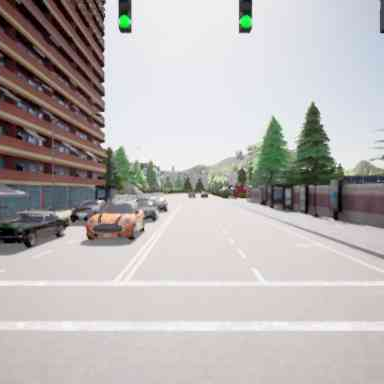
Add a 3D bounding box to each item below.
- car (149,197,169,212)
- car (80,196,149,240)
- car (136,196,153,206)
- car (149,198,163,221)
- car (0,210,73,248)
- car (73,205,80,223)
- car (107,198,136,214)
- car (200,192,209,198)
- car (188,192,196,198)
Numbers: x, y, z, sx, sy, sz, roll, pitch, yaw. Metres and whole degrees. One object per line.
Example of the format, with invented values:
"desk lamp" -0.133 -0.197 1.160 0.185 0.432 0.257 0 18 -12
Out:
"car" -3.565 1.344 35.340 1.994 1.385 4.181 0 0 0
"car" -3.594 1.250 16.353 2.097 1.767 4.553 0 0 0
"car" -6.986 1.275 49.182 1.994 1.385 4.181 0 0 0
"car" -3.588 1.407 25.296 1.994 1.385 4.181 0 0 0
"car" -7.095 1.510 14.504 1.895 1.301 4.718 0 0 0
"car" -7.090 1.343 23.827 2.128 1.511 4.902 0 0 0
"car" -7.069 1.354 33.828 1.994 1.385 4.181 0 0 0
"car" 3.526 0.928 91.149 1.837 1.490 4.892 0 0 0
"car" 0.026 0.783 91.119 2.097 1.767 4.553 0 0 0
